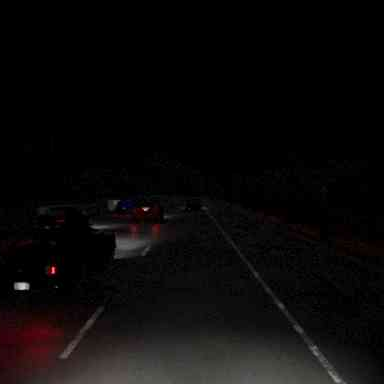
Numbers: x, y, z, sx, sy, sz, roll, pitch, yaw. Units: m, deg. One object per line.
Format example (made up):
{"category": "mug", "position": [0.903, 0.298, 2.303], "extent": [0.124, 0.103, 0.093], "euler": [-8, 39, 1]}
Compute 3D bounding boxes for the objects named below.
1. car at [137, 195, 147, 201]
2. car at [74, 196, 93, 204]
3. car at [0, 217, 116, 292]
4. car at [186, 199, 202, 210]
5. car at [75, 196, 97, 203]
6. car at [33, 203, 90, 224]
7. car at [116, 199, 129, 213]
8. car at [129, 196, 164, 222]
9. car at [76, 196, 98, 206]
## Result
{"category": "car", "position": [-12.731, 1.556, 84.888], "extent": [1.895, 1.301, 4.718], "euler": [0, 0, 2]}
{"category": "car", "position": [-20.382, 1.496, 62.569], "extent": [1.812, 1.442, 4.674], "euler": [0, 0, 2]}
{"category": "car", "position": [-3.402, 1.597, 8.895], "extent": [1.895, 1.301, 4.718], "euler": [0, 0, 0]}
{"category": "car", "position": [0.222, 1.545, 42.855], "extent": [1.994, 1.385, 4.181], "euler": [0, 0, 1]}
{"category": "car", "position": [-13.951, 1.485, 43.956], "extent": [1.837, 1.490, 4.892], "euler": [0, 0, 1]}
{"category": "car", "position": [-6.903, 1.517, 17.969], "extent": [1.812, 1.442, 4.674], "euler": [0, 0, 0]}
{"category": "car", "position": [-6.879, 1.461, 36.151], "extent": [1.882, 1.535, 5.008], "euler": [0, 0, 0]}
{"category": "car", "position": [-3.405, 1.340, 26.635], "extent": [2.097, 1.767, 4.553], "euler": [0, 0, 0]}
{"category": "car", "position": [-17.159, 1.478, 54.447], "extent": [1.837, 1.490, 4.892], "euler": [0, 0, 2]}
